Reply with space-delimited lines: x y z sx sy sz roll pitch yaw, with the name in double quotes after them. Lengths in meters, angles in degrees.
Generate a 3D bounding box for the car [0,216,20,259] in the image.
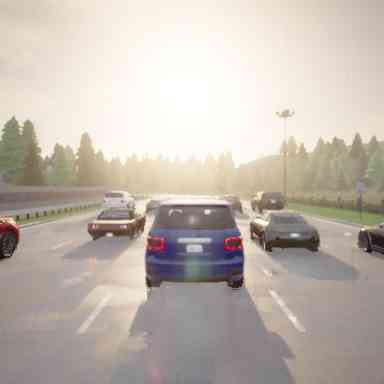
-6.938 1.146 8.908 2.150 2.045 5.566 0 1 1 "car"

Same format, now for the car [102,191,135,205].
-6.901 0.945 31.704 2.150 2.045 5.566 0 0 0 "car"

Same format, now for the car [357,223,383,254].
7.077 1.472 10.557 1.994 1.385 4.181 0 1 0 "car"

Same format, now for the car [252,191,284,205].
7.099 0.945 31.691 2.150 2.045 5.566 0 0 0 "car"

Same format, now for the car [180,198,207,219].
0.089 1.307 27.710 2.033 1.411 5.357 0 1 0 "car"

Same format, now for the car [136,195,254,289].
0.070 1.144 9.104 2.150 2.045 5.566 0 1 0 "car"

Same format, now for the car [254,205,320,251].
3.585 1.446 13.535 1.994 1.385 4.181 0 1 0 "car"

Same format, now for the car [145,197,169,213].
-3.402 1.276 33.126 1.994 1.385 4.181 0 0 0 "car"

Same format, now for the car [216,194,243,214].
3.597 1.071 32.406 2.097 1.767 4.553 0 1 0 "car"

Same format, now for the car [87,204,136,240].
-3.405 1.461 16.025 1.895 1.301 4.718 0 0 0 "car"
